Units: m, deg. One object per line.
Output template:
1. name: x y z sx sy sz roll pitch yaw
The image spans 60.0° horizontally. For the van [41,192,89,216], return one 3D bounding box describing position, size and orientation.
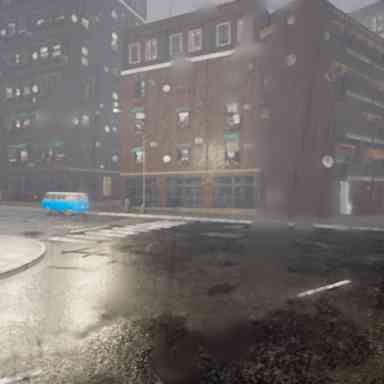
1. van: -10.091 0.922 26.433 3.998 1.788 1.690 1 0 25
